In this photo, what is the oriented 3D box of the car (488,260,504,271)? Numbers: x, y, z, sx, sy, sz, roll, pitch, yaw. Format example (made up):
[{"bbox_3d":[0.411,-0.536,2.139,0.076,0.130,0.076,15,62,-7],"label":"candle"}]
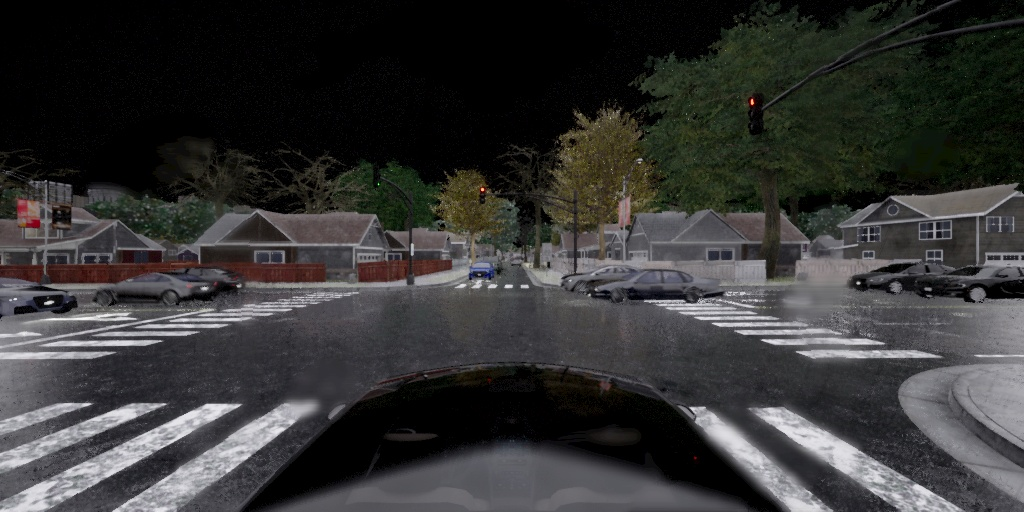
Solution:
[{"bbox_3d":[-2.269,1.331,51.964,2.033,1.411,5.357,0,0,1],"label":"car"}]

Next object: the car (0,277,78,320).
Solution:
[{"bbox_3d":[-17.598,1.410,12.136,4.181,1.385,1.994,0,0,1],"label":"car"}]

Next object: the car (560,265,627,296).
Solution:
[{"bbox_3d":[4.947,1.206,18.476,4.902,1.511,2.128,0,0,1],"label":"car"}]

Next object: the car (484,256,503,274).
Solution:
[{"bbox_3d":[-2.400,0.994,41.647,2.150,2.045,5.566,0,0,1],"label":"car"}]

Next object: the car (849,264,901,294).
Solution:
[{"bbox_3d":[20.083,1.127,18.237,4.892,1.490,1.837,0,0,1],"label":"car"}]

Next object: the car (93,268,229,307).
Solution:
[{"bbox_3d":[-15.275,1.394,15.548,4.181,1.385,1.994,0,0,1],"label":"car"}]

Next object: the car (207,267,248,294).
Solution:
[{"bbox_3d":[-16.660,1.341,18.820,4.892,1.490,1.837,0,0,1],"label":"car"}]

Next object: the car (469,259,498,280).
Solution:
[{"bbox_3d":[-2.594,1.242,31.411,1.882,1.535,5.008,0,0,1],"label":"car"}]

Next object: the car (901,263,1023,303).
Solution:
[{"bbox_3d":[19.944,1.101,14.991,5.008,1.535,1.882,0,0,1],"label":"car"}]

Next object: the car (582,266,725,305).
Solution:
[{"bbox_3d":[5.962,1.254,15.211,5.357,1.411,2.033,0,0,1],"label":"car"}]
